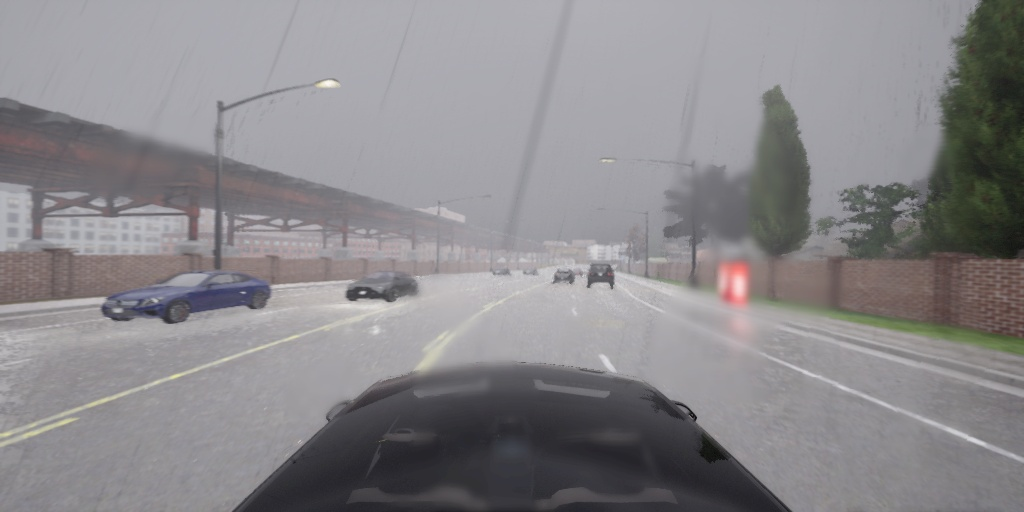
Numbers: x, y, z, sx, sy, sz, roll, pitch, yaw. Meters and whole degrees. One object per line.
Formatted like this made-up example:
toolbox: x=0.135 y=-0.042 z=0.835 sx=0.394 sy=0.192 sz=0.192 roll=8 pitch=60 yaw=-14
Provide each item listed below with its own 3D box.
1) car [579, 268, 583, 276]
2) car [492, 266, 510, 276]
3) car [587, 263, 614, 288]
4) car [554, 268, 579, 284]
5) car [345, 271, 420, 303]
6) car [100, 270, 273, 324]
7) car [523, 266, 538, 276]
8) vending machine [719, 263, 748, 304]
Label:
car: x=11.411 y=2.805 z=63.403 sx=1.994 sy=1.385 sz=4.181 roll=1 pitch=-1 yaw=13
car: x=-1.585 y=2.251 z=54.148 sx=2.128 sy=1.511 sz=4.902 roll=1 pitch=-1 yaw=13
car: x=7.813 y=1.659 z=31.724 sx=2.150 sy=2.045 sz=5.566 roll=1 pitch=-1 yaw=14
car: x=5.362 y=1.991 z=36.633 sx=2.128 sy=1.511 sz=4.902 roll=1 pitch=-2 yaw=13
car: x=-5.939 y=1.384 z=16.940 sx=1.994 sy=1.385 sz=4.181 roll=1 pitch=-1 yaw=9
car: x=-10.047 y=1.186 z=11.651 sx=1.812 sy=1.442 sz=4.674 roll=1 pitch=-1 yaw=5
car: x=3.018 y=2.451 z=58.583 sx=2.128 sy=1.511 sz=4.902 roll=1 pitch=-1 yaw=13
vending machine: x=10.637 y=1.345 z=17.298 sx=1.100 sy=2.100 sz=0.880 roll=0 pitch=0 yaw=10
